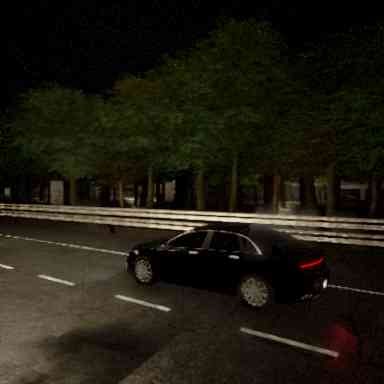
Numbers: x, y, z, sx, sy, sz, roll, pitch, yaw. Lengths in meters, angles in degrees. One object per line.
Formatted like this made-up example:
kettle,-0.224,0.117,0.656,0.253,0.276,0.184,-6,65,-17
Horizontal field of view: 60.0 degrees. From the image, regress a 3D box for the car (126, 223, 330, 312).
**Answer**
car,0.566,1.506,7.767,4.892,1.490,1.837,0,0,36
